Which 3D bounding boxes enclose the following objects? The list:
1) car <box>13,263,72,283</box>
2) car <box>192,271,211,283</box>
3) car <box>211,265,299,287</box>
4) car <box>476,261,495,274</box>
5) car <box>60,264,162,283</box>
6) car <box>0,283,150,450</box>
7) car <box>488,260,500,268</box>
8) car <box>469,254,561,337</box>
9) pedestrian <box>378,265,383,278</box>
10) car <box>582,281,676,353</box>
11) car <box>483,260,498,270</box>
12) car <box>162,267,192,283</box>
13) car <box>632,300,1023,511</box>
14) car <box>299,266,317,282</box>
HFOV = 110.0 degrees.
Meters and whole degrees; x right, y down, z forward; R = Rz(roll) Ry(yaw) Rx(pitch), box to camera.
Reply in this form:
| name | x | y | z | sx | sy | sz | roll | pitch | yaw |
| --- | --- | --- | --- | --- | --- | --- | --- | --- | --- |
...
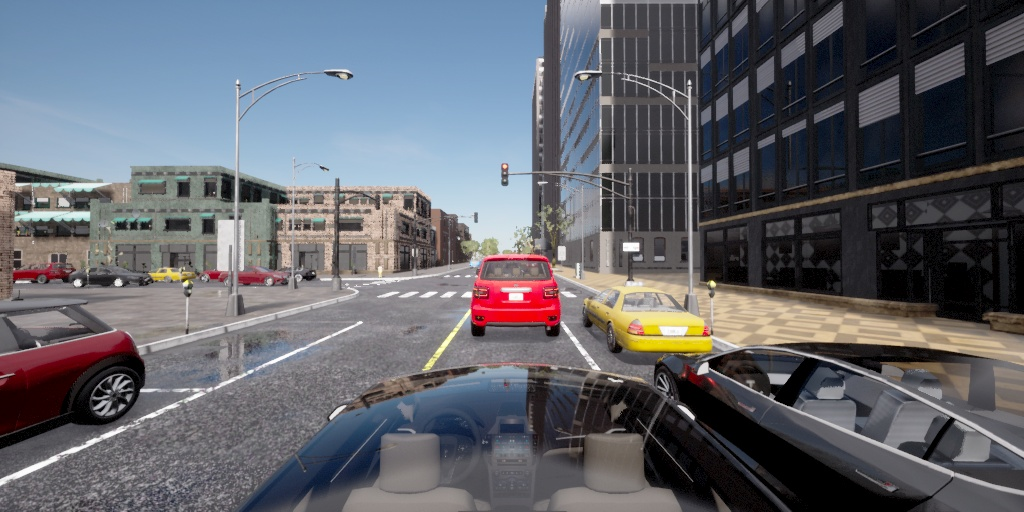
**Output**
| name | x | y | z | sx | sy | sz | roll | pitch | yaw |
| --- | --- | --- | --- | --- | --- | --- | --- | --- | --- |
| car | -41.661 | 1.522 | 31.688 | 5.009 | 1.841 | 2.192 | 0 | 0 | 1 |
| car | -25.017 | 1.489 | 31.509 | 4.097 | 1.591 | 1.967 | 0 | 0 | 1 |
| car | -18.308 | 1.419 | 25.651 | 4.674 | 1.442 | 1.812 | -1 | -1 | 1 |
| car | -3.182 | 1.313 | 43.973 | 2.033 | 1.411 | 5.357 | 0 | 0 | 0 |
| car | -28.713 | 1.496 | 25.769 | 4.892 | 1.490 | 1.837 | 0 | -1 | 1 |
| car | -5.692 | 1.190 | 2.814 | 1.967 | 1.591 | 4.097 | 0 | 0 | 0 |
| car | -3.177 | 1.375 | 64.455 | 1.895 | 1.301 | 4.718 | 0 | 0 | 0 |
| car | 0.083 | 0.975 | 10.465 | 2.150 | 2.045 | 5.566 | 0 | 0 | 0 |
| pedestrian | -12.608 | 1.399 | 34.328 | 0.375 | 1.300 | 0.375 | 0 | 0 | 1 |
| car | 2.815 | 1.277 | 8.589 | 1.751 | 1.417 | 4.829 | 0 | 0 | 0 |
| car | -3.195 | 1.317 | 54.160 | 2.033 | 1.411 | 5.357 | 0 | 0 | 0 |
| car | -30.735 | 1.627 | 31.570 | 4.829 | 1.417 | 1.751 | 0 | 0 | 1 |
| car | 2.656 | 1.316 | 2.776 | 1.948 | 1.339 | 4.313 | 0 | 0 | 0 |
| car | -19.470 | 1.562 | 31.448 | 4.313 | 1.339 | 1.948 | 0 | 0 | 1 |
